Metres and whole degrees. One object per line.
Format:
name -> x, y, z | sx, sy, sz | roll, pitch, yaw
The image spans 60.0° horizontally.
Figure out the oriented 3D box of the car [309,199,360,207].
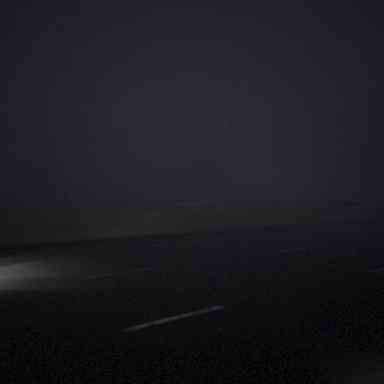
car -> 14.494, 1.495, 32.986 | 4.902, 1.511, 2.128 | 0, 0, -27
